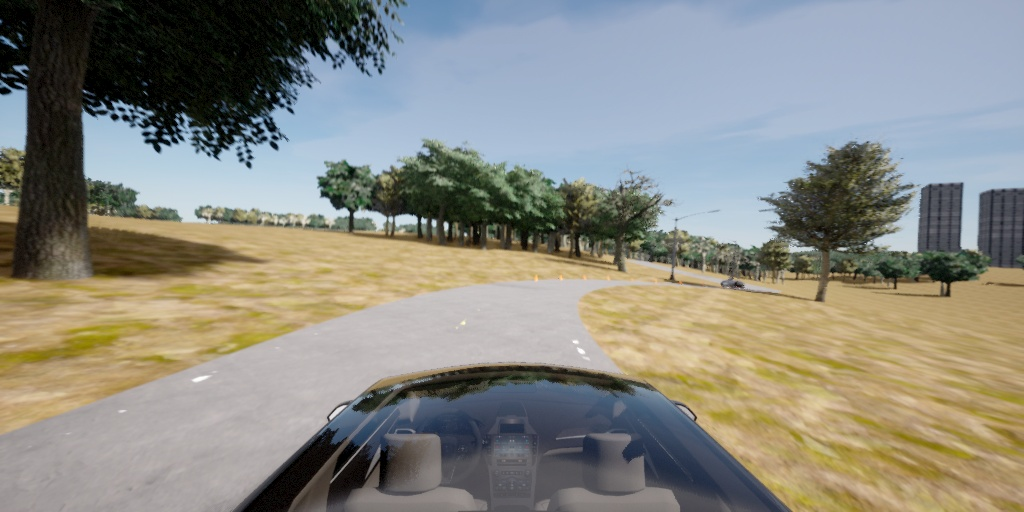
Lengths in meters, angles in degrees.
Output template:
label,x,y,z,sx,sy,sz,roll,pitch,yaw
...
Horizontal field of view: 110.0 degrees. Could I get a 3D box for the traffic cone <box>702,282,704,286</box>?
label,x,y,z,sx,sy,sz,roll,pitch,yaw
traffic cone,29.278,4.325,54.887,0.340,0.580,0.340,0,0,-27

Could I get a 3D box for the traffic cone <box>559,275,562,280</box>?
label,x,y,z,sx,sy,sz,roll,pitch,yaw
traffic cone,4.897,2.104,36.036,0.340,0.580,0.340,0,0,35

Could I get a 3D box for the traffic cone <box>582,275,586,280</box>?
label,x,y,z,sx,sy,sz,roll,pitch,yaw
traffic cone,8.130,2.364,40.204,0.340,0.580,0.340,0,0,41

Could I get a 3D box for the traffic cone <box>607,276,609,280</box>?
label,x,y,z,sx,sy,sz,roll,pitch,yaw
traffic cone,11.777,2.685,44.010,0.340,0.580,0.340,0,0,-43

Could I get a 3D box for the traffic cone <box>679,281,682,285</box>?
label,x,y,z,sx,sy,sz,roll,pitch,yaw
traffic cone,24.787,3.908,52.873,0.340,0.580,0.340,0,0,-25

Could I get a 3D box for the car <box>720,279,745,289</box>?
label,x,y,z,sx,sy,sz,roll,pitch,yaw
car,33.959,4.258,55.215,4.902,1.511,2.128,6,-1,-35

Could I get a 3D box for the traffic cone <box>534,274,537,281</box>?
label,x,y,z,sx,sy,sz,roll,pitch,yaw
traffic cone,2.113,1.906,31.554,0.340,0.580,0.340,0,0,29

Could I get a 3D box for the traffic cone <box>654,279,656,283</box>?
label,x,y,z,sx,sy,sz,roll,pitch,yaw
traffic cone,20.150,3.480,50.379,0.340,0.580,0.340,0,0,-31
